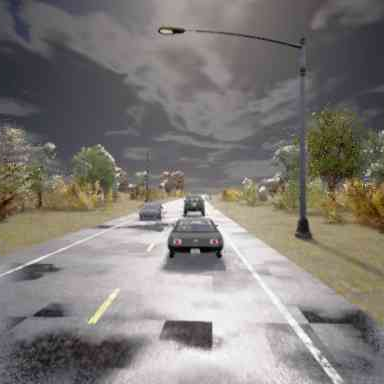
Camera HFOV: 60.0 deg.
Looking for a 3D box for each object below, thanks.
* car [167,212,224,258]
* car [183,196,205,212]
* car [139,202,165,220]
[{"bbox_3d":[0.125,1.665,13.115,1.895,1.301,4.718,0,0,0],"label":"car"},{"bbox_3d":[0.242,1.396,35.379,2.150,2.045,5.566,0,0,0],"label":"car"},{"bbox_3d":[-3.489,1.648,29.349,1.837,1.490,4.892,0,0,0],"label":"car"}]
